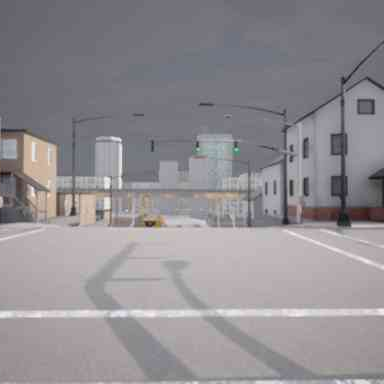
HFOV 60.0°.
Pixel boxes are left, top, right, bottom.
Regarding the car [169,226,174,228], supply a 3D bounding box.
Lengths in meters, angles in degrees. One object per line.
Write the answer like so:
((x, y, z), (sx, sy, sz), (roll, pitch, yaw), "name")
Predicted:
((-3.739, 4.752, 41.857), (2.128, 1.511, 4.902), (0, -13, -1), "car")

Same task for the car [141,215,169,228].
((-3.641, 2.927, 31.655), (1.882, 1.535, 5.008), (0, -9, 1), "car")
